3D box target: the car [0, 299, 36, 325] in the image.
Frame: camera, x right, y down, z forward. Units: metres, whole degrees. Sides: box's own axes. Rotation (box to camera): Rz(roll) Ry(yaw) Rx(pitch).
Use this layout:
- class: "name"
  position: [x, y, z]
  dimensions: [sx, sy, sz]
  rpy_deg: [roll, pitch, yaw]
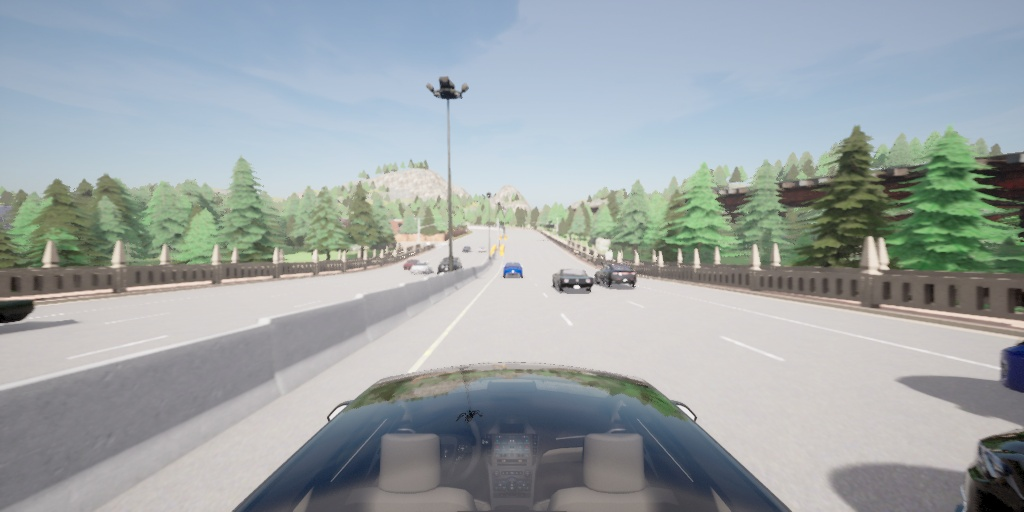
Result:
- class: "car"
  position: [-14.100, 1.377, 7.610]
  dimensions: [1.895, 1.301, 4.718]
  rpy_deg: [0, 0, 0]

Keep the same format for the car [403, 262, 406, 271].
- class: "car"
  position: [-14.063, 1.224, 51.197]
  dimensions: [1.882, 1.535, 5.008]
  rpy_deg: [0, 2, 0]

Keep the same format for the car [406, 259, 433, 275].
- class: "car"
  position: [-10.582, 1.420, 42.236]
  dimensions: [1.812, 1.442, 4.674]
  rpy_deg: [0, 0, 0]

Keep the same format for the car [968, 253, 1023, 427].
- class: "car"
  position: [7.101, 0.963, 1.941]
  dimensions: [2.150, 2.045, 5.566]
  rpy_deg: [0, -1, 0]

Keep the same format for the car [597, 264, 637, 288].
- class: "car"
  position: [7.099, 1.326, 24.883]
  dimensions: [2.128, 1.511, 4.902]
  rpy_deg: [0, 0, 0]

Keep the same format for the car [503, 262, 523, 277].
- class: "car"
  position: [0.098, 1.356, 36.933]
  dimensions: [1.882, 1.535, 5.008]
  rpy_deg: [0, -1, 0]

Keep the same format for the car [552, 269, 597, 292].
- class: "car"
  position: [3.599, 1.427, 22.078]
  dimensions: [1.895, 1.301, 4.718]
  rpy_deg: [0, 0, 0]

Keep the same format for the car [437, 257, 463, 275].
- class: "car"
  position: [-7.082, 1.119, 41.546]
  dimensions: [2.150, 2.045, 5.566]
  rpy_deg: [0, -1, 0]
